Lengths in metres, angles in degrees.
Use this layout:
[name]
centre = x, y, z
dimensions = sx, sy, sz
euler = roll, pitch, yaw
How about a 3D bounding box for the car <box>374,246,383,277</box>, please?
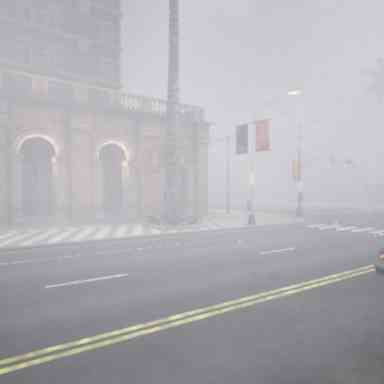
[car]
centre = 6.803, 1.537, 8.586
dimensions = 5.357, 1.411, 2.033
euler = 0, 0, -35
